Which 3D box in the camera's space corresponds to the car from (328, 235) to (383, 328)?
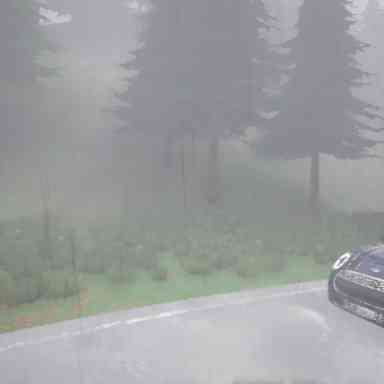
[{"bbox_3d":[4.727,1.274,6.024,4.553,1.767,2.097,0,2,-24],"label":"car"}]
